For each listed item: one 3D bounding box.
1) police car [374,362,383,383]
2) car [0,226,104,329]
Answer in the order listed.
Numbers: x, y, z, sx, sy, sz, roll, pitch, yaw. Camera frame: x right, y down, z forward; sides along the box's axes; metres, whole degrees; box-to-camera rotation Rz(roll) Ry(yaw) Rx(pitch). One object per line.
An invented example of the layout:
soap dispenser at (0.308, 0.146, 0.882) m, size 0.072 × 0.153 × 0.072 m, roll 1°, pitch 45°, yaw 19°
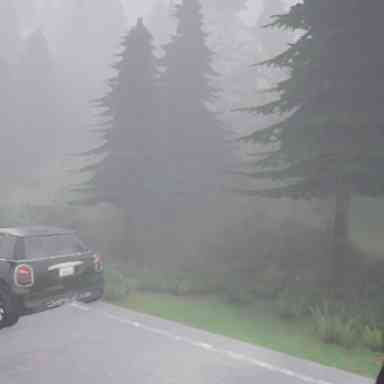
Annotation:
police car at (3.903, 1.517, 1.685) m, size 5.238 × 1.638 × 1.930 m, roll -1°, pitch -2°, yaw 37°
car at (-4.133, 1.559, 7.599) m, size 4.553 × 1.767 × 2.097 m, roll -1°, pitch -2°, yaw 35°
